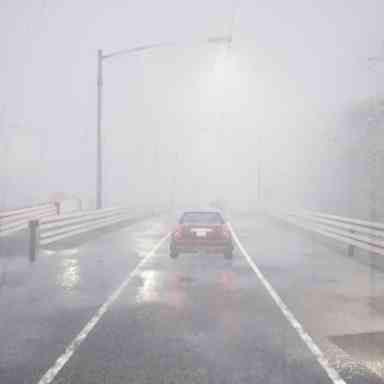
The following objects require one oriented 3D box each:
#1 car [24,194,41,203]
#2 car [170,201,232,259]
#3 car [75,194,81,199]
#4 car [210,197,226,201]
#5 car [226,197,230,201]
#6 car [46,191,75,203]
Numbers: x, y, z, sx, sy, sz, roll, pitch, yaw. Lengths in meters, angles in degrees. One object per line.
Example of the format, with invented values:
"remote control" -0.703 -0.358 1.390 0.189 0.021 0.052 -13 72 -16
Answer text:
"car" -27.930 1.053 58.438 1.882 1.535 5.008 0 0 -11
"car" 0.395 1.397 13.057 2.097 1.767 4.553 0 0 2
"car" -20.860 1.127 58.753 1.837 1.490 4.892 0 0 -11
"car" 3.168 1.637 43.614 1.837 1.490 4.892 0 -2 8
"car" 5.605 1.683 59.168 1.837 1.490 4.892 0 0 11
"car" -18.482 0.889 46.998 2.150 2.045 5.566 0 0 -11
